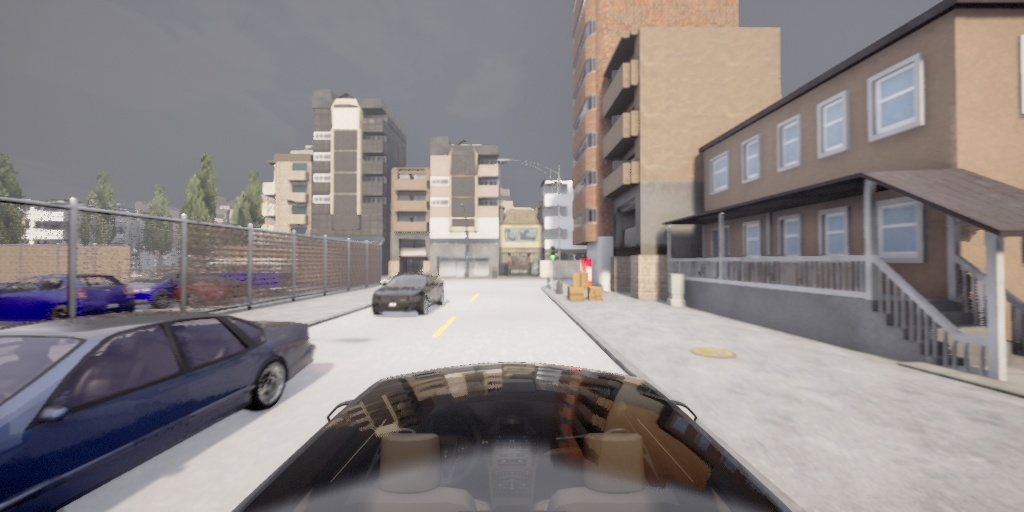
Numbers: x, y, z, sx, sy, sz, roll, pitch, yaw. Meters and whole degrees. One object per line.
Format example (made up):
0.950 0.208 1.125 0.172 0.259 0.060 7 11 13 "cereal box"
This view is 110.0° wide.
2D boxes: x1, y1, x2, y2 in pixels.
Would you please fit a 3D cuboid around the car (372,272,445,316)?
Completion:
-4.013 1.412 14.604 1.882 1.535 5.008 0 -1 0 "car"

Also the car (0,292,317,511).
-4.095 1.323 3.479 2.033 1.411 5.357 0 -1 0 "car"
